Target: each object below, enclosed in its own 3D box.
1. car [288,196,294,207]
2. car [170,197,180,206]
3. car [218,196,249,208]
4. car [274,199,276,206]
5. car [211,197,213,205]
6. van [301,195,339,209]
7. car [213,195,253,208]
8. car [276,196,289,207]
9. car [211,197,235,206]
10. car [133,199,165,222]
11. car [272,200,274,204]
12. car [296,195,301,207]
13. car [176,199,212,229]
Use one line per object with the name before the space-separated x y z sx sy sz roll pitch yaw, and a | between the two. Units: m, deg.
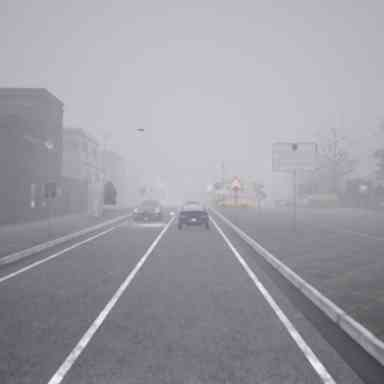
car | 18.700 1.688 52.898 5.366 1.575 1.946 0 -1 0
car | -3.339 1.932 68.450 2.150 2.045 5.566 0 -2 0
car | 6.292 1.521 50.914 4.553 1.767 2.185 0 -1 0
car | 18.429 1.904 61.402 4.892 1.521 2.231 0 -2 -1
car | 6.210 1.610 60.143 5.566 2.045 2.435 0 -1 -1
van | 18.440 1.366 47.445 4.442 1.987 1.878 0 -1 0
car | 6.099 1.594 47.992 5.366 1.575 1.946 0 -1 0
car | 18.441 1.572 58.618 5.566 2.045 2.435 0 -2 -1
car | 6.139 1.914 66.090 4.553 1.767 2.185 0 -2 -1
car | -3.344 1.352 26.508 2.097 1.767 4.553 0 0 0
car | 18.373 1.732 64.077 5.566 2.045 2.435 0 -2 -1
car | 18.720 1.637 50.237 5.366 1.575 1.946 0 -1 0
car | 0.092 1.479 21.951 1.882 1.535 5.008 0 0 0
